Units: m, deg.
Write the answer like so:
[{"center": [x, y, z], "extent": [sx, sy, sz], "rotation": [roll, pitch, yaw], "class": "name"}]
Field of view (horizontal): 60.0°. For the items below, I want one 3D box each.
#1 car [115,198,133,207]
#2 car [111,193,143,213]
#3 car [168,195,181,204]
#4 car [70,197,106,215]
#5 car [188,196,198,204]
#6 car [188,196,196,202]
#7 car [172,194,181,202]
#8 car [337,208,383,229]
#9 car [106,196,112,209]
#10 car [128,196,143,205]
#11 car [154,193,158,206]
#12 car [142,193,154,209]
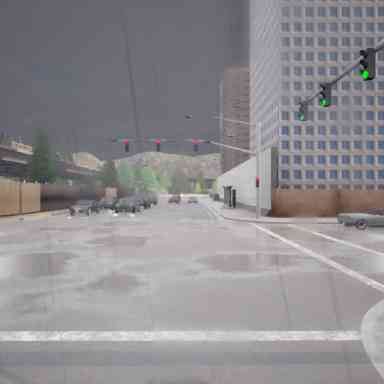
[{"center": [-10.581, 1.601, 51.907], "extent": [1.895, 1.301, 4.718], "rotation": [0, 0, 0], "class": "car"}, {"center": [-7.083, 1.352, 36.764], "extent": [2.097, 1.767, 4.553], "rotation": [0, 0, 0], "class": "car"}, {"center": [-3.492, 1.601, 64.257], "extent": [1.895, 1.301, 4.718], "rotation": [0, 0, 0], "class": "car"}, {"center": [-10.599, 1.492, 33.217], "extent": [2.128, 1.511, 4.902], "rotation": [0, 0, 1], "class": "car"}, {"center": [0.104, 1.601, 64.586], "extent": [1.895, 1.301, 4.718], "rotation": [0, 0, 0], "class": "car"}, {"center": [0.010, 1.595, 74.828], "extent": [1.895, 1.301, 4.718], "rotation": [0, 0, 0], "class": "car"}, {"center": [-3.491, 1.305, 74.449], "extent": [1.882, 1.535, 5.008], "rotation": [0, 0, 0], "class": "car"}, {"center": [11.856, 1.656, 21.162], "extent": [4.718, 1.301, 1.895], "rotation": [0, 0, 0], "class": "car"}, {"center": [-10.586, 1.352, 42.113], "extent": [2.097, 1.767, 4.553], "rotation": [0, 0, 0], "class": "car"}, {"center": [-10.551, 1.478, 62.126], "extent": [1.882, 1.535, 5.008], "rotation": [0, 0, 0], "class": "car"}, {"center": [-7.057, 1.221, 56.929], "extent": [2.150, 2.045, 5.566], "rotation": [0, 0, 0], "class": "car"}, {"center": [-7.078, 1.221, 46.200], "extent": [2.150, 2.045, 5.566], "rotation": [0, 0, 0], "class": "car"}]
